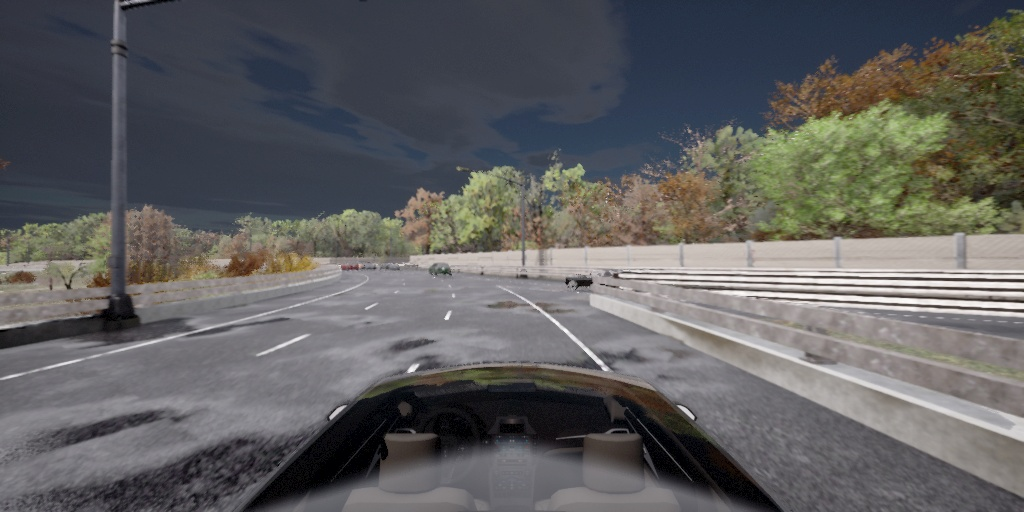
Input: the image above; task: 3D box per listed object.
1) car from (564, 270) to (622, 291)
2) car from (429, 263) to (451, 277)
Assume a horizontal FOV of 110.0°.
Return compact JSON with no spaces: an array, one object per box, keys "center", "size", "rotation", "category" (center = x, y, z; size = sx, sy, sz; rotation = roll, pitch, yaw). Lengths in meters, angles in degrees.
[{"center":[5.413,1.490,21.630],"size":[1.895,1.301,4.718],"rotation":[0,-1,-40],"category":"car"},{"center":[-9.221,1.628,45.838],"size":[2.097,1.767,4.553],"rotation":[0,-1,-23],"category":"car"}]
